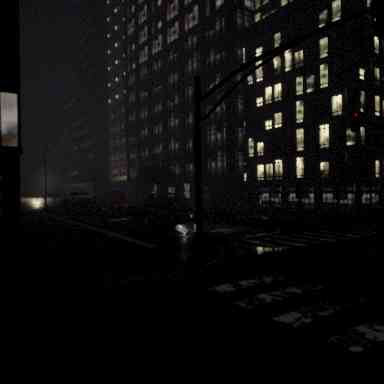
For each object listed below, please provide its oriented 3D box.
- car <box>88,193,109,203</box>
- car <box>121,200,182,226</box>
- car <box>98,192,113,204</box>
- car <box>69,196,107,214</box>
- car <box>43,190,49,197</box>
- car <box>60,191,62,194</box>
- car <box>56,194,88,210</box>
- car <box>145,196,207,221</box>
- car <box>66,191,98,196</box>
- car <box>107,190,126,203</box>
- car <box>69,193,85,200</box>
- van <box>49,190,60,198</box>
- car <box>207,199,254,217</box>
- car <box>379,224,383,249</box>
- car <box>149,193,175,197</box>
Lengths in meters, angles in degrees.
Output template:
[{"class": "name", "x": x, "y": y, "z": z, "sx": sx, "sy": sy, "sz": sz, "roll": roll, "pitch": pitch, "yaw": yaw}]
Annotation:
[{"class": "car", "x": -15.961, "y": 0.938, "z": 56.812, "sx": 1.882, "sy": 1.535, "sz": 5.008, "roll": -1, "pitch": 1, "yaw": -35}, {"class": "car", "x": -2.902, "y": 1.465, "z": 22.391, "sx": 2.008, "sy": 1.369, "sz": 4.403, "roll": -1, "pitch": 1, "yaw": -35}, {"class": "car", "x": -13.819, "y": 1.131, "z": 48.266, "sx": 2.033, "sy": 1.411, "sz": 5.357, "roll": -1, "pitch": 1, "yaw": -34}, {"class": "car", "x": -10.535, "y": 1.364, "z": 33.410, "sx": 1.947, "sy": 1.339, "sz": 4.313, "roll": 0, "pitch": 1, "yaw": -35}, {"class": "car", "x": -35.689, "y": 0.708, "z": 84.639, "sx": 2.008, "sy": 1.369, "sz": 4.403, "roll": 0, "pitch": 1, "yaw": -35}, {"class": "car", "x": -26.081, "y": 0.752, "z": 70.707, "sx": 1.967, "sy": 1.590, "sz": 4.097, "roll": 0, "pitch": 1, "yaw": -35}, {"class": "car", "x": -13.739, "y": 1.299, "z": 38.054, "sx": 2.008, "sy": 1.369, "sz": 4.403, "roll": 0, "pitch": 1, "yaw": -35}, {"class": "car", "x": -1.425, "y": 1.355, "z": 24.745, "sx": 2.128, "sy": 1.511, "sz": 4.902, "roll": -1, "pitch": 1, "yaw": -35}, {"class": "car", "x": -14.898, "y": 0.879, "z": 44.338, "sx": 2.150, "sy": 2.045, "sz": 5.566, "roll": -1, "pitch": 1, "yaw": -34}, {"class": "car", "x": -12.033, "y": 0.752, "z": 51.051, "sx": 2.150, "sy": 2.045, "sz": 5.566, "roll": -1, "pitch": 1, "yaw": -35}, {"class": "car", "x": -22.878, "y": 0.908, "z": 66.064, "sx": 1.887, "sy": 1.381, "sz": 4.507, "roll": 0, "pitch": 1, "yaw": -35}, {"class": "van", "x": -32.486, "y": 0.550, "z": 79.993, "sx": 1.690, "sy": 1.788, "sz": 3.998, "roll": 0, "pitch": 1, "yaw": -35}, {"class": "car", "x": 3.092, "y": 1.295, "z": 28.343, "sx": 1.752, "sy": 1.417, "sz": 4.829, "roll": -1, "pitch": 1, "yaw": -35}, {"class": "car", "x": 8.582, "y": 1.485, "z": 10.272, "sx": 1.882, "sy": 1.535, "sz": 5.008, "roll": 0, "pitch": 0, "yaw": -35}, {"class": "car", "x": -3.661, "y": 0.981, "z": 38.198, "sx": 2.192, "sy": 1.841, "sz": 5.009, "roll": -1, "pitch": 1, "yaw": -35}]
